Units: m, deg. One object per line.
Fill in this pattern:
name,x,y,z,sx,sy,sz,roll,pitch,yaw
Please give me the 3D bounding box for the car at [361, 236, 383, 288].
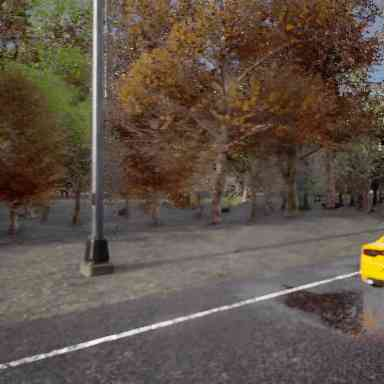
car,6.106,1.501,8.100,5.008,1.535,1.882,0,0,-35
